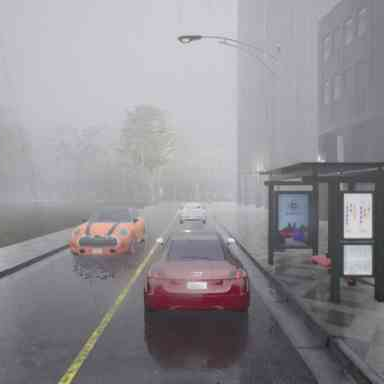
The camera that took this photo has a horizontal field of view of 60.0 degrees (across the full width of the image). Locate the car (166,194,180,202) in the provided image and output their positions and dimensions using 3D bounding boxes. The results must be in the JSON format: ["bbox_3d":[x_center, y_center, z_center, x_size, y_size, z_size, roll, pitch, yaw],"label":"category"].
[{"bbox_3d":[-3.097,1.180,53.745,1.837,1.490,4.892,0,0,0],"label":"car"}]

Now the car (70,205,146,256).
[{"bbox_3d":[-3.123,1.370,13.199,2.097,1.767,4.553,0,0,0],"label":"car"}]

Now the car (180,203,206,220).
[{"bbox_3d":[0.055,1.563,25.036,1.812,1.442,4.674,0,0,0],"label":"car"}]

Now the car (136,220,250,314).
[{"bbox_3d":[0.086,1.572,7.704,1.994,1.385,4.181,0,0,0],"label":"car"}]
